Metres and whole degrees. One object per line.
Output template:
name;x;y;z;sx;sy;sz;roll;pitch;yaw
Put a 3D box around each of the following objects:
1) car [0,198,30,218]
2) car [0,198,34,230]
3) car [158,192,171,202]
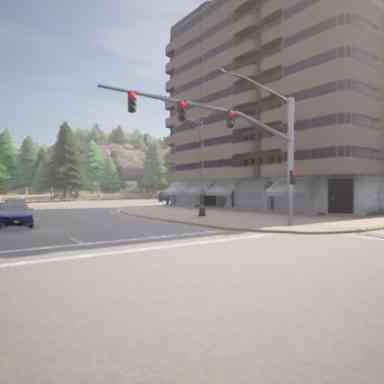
car;-15.651;1.361;29.467;1.837;1.490;4.892;0;0;-20
car;-10.967;1.371;20.460;1.882;1.535;5.008;0;0;-32
car;-4.136;0.941;64.153;2.150;2.045;5.566;0;0;40
